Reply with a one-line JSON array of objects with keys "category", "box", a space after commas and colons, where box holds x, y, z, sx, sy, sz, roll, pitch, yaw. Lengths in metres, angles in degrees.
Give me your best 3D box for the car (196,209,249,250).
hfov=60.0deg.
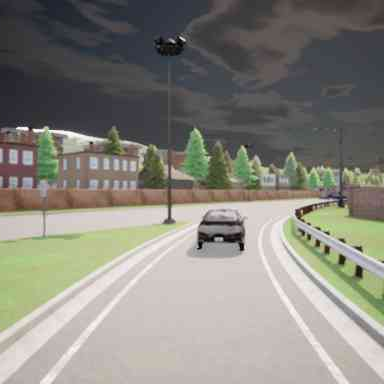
[{"category": "car", "box": [1.374, 1.473, 14.313, 2.128, 1.511, 4.902, 0, 0, 10]}]
